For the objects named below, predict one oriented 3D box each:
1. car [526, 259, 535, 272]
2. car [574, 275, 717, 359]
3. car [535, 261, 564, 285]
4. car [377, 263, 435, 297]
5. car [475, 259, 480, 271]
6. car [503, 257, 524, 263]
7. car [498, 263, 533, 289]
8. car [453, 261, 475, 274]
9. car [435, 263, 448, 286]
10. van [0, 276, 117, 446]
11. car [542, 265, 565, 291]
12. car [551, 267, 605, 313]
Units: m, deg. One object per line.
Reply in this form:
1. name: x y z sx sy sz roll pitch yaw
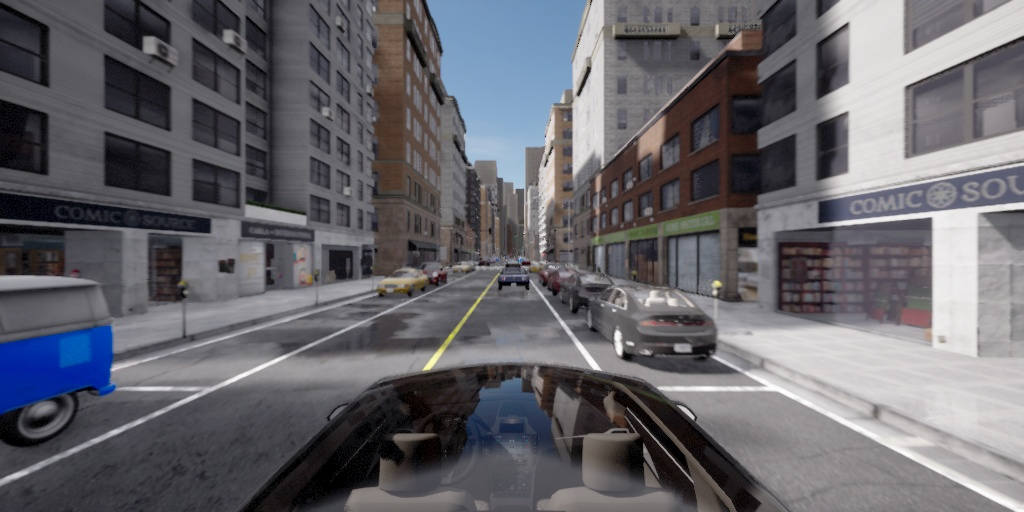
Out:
1. car: 2.864 1.282 41.501 1.751 1.417 4.829 0 0 0
2. car: 2.858 1.301 8.177 2.007 1.370 4.403 0 0 0
3. car: 2.861 1.192 24.754 1.967 1.591 4.097 0 0 0
4. car: -5.665 1.277 19.060 1.751 1.417 4.829 0 0 0
5. car: -5.661 1.310 46.858 2.007 1.370 4.403 0 0 0
6. car: 0.107 1.235 42.508 1.882 1.535 5.008 0 0 0
7. car: 0.105 1.353 22.863 1.895 1.301 4.718 0 0 0
8. car: -5.662 1.282 41.163 1.751 1.417 4.829 0 0 0
9. car: -5.665 1.192 24.756 1.967 1.591 4.097 0 0 0
10. van: -5.665 1.091 2.651 1.690 1.789 3.998 0 0 0
11. car: 2.860 1.333 19.228 1.802 1.307 4.207 0 0 0
12. car: 2.859 1.302 13.702 2.007 1.370 4.403 0 0 0
